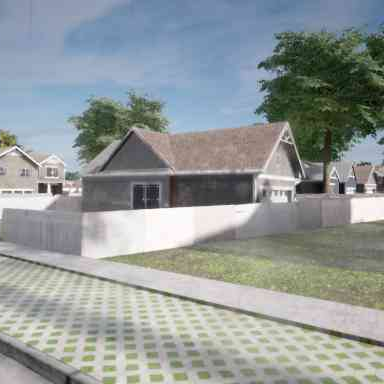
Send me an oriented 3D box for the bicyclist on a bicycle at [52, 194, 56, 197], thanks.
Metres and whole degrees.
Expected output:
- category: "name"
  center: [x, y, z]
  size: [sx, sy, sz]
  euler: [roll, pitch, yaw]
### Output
- category: "bicyclist on a bicycle"
  center: [-13.073, 1.028, 31.582]
  size: [1.656, 1.620, 0.582]
  euler: [0, 1, 34]
